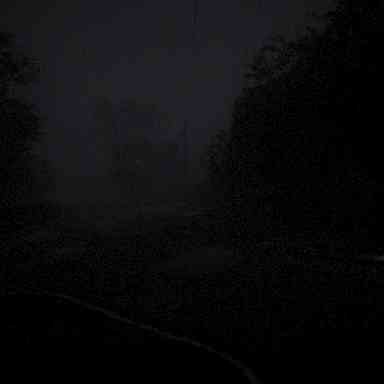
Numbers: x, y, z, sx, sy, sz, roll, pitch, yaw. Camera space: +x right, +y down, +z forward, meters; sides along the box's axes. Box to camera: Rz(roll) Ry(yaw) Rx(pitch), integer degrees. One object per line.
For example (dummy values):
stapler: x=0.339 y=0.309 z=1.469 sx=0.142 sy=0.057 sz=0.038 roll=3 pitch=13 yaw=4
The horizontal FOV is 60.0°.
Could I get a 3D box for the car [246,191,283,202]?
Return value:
car: x=9.472 y=0.600 z=43.649 sx=4.892 sy=1.490 sz=1.837 roll=-2 pitch=1 yaw=-12
